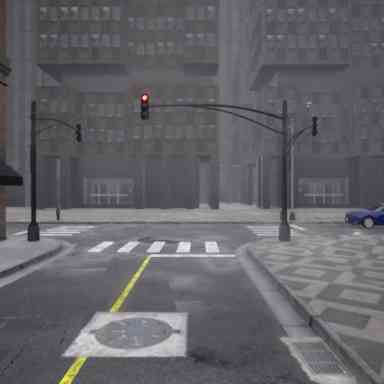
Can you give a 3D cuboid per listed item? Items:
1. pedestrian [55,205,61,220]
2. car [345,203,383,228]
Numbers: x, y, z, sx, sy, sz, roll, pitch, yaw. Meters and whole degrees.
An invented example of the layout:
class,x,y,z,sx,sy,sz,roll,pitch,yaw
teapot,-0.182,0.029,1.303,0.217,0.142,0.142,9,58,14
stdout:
class,x,y,z,sx,sy,sz,roll,pitch,yaw
pedestrian,-9.825,1.530,24.453,0.500,1.100,0.500,0,0,1
car,12.383,1.456,21.161,5.008,1.535,1.882,0,0,1
